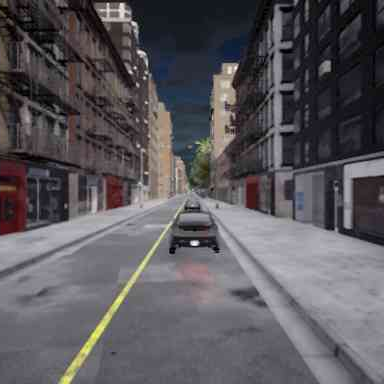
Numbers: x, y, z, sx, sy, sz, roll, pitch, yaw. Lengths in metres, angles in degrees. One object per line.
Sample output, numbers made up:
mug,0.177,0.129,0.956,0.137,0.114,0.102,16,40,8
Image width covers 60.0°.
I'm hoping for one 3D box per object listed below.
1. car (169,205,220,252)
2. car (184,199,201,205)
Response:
car,0.090,1.493,13.770,1.837,1.490,4.892,0,0,0
car,0.070,1.529,40.668,1.994,1.385,4.181,0,0,0
